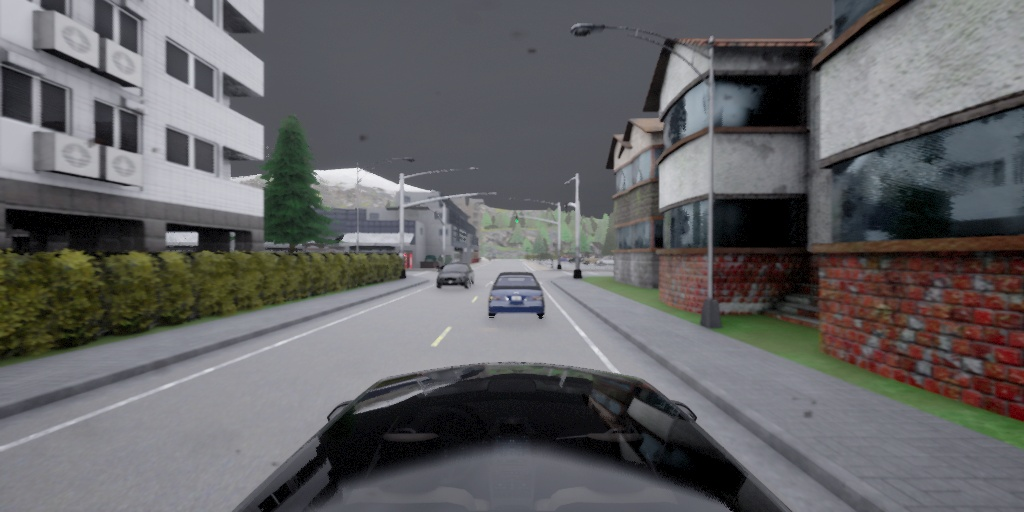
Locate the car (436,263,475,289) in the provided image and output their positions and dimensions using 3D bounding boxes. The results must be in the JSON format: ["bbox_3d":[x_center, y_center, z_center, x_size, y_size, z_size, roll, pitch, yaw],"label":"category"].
[{"bbox_3d":[-3.401,1.191,22.273,1.837,1.490,4.892,0,0,0],"label":"car"}]

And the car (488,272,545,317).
[{"bbox_3d":[0.144,1.263,12.884,2.033,1.411,5.357,0,0,0],"label":"car"}]
